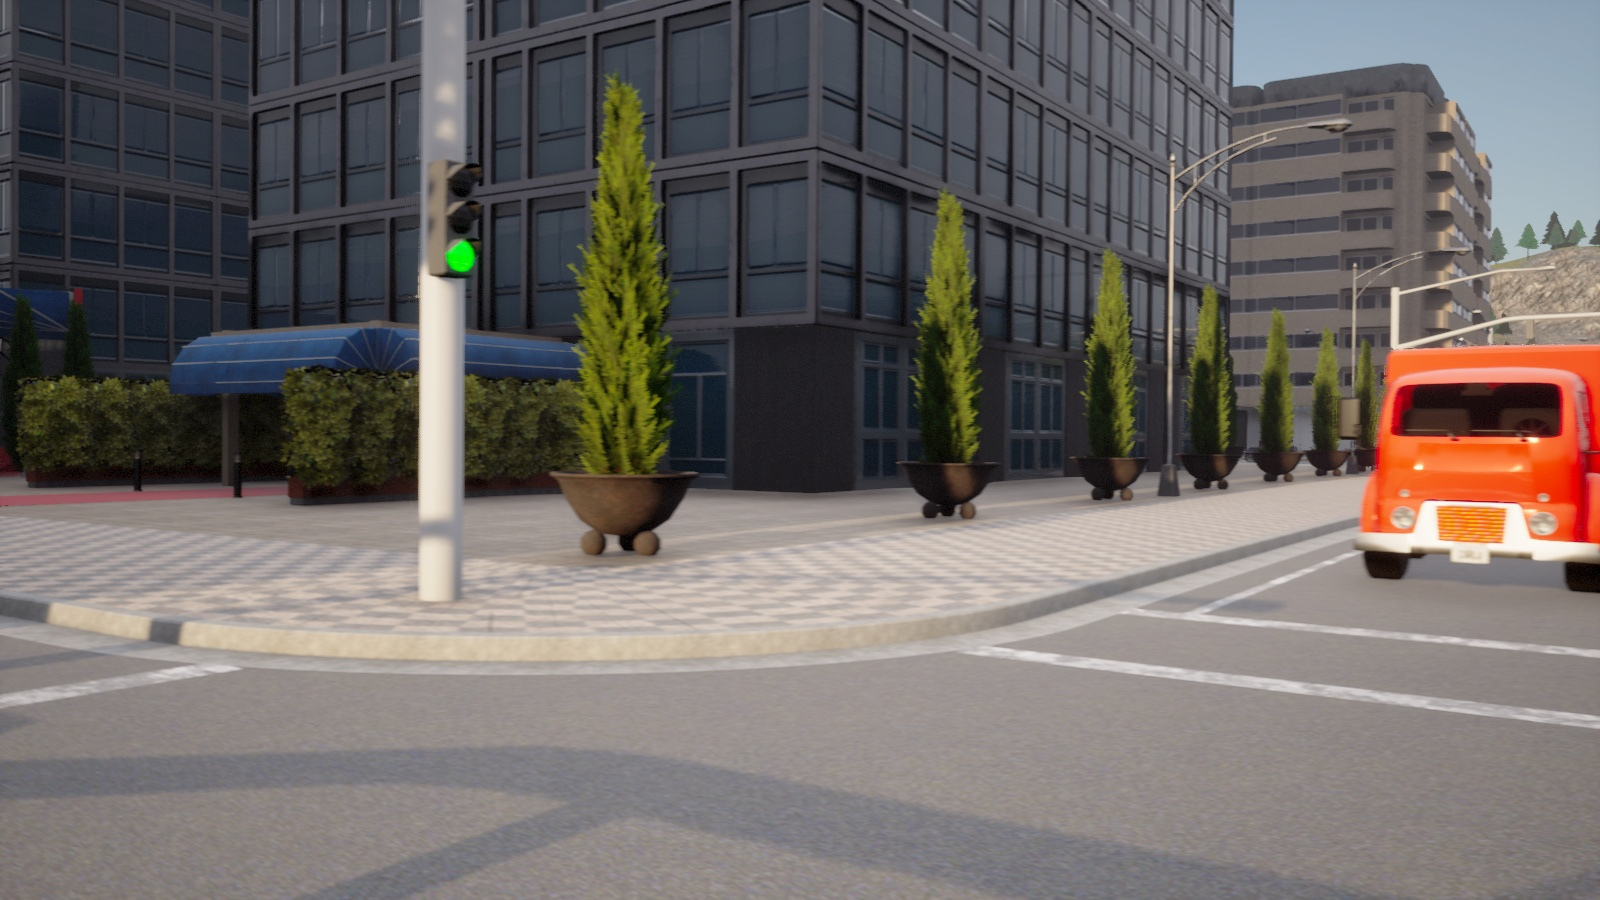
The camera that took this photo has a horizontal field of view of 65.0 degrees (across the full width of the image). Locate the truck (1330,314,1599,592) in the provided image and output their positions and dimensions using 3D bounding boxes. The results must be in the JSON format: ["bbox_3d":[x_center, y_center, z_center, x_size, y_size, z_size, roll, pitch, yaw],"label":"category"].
[{"bbox_3d":[7.797,-0.015,13.836,2.627,2.467,5.204,0,1,34],"label":"truck"}]
